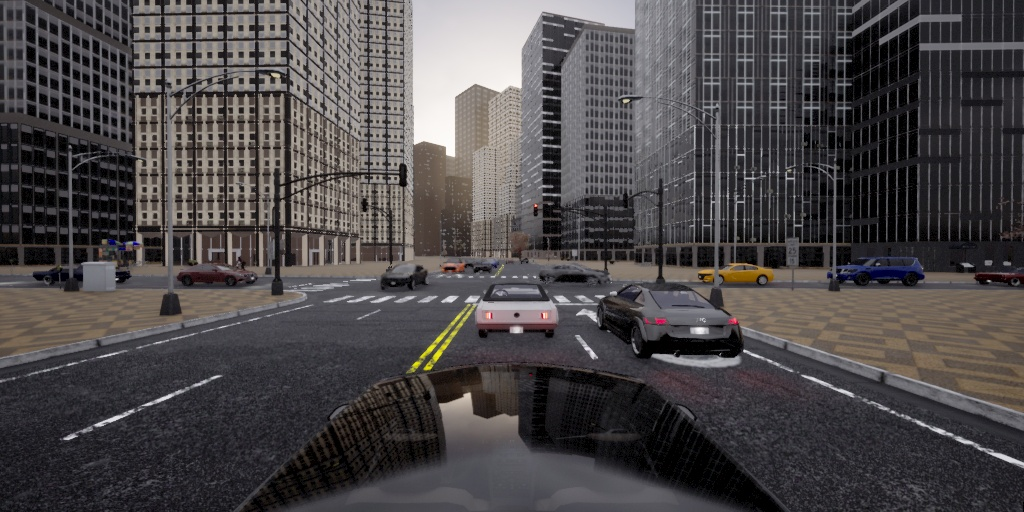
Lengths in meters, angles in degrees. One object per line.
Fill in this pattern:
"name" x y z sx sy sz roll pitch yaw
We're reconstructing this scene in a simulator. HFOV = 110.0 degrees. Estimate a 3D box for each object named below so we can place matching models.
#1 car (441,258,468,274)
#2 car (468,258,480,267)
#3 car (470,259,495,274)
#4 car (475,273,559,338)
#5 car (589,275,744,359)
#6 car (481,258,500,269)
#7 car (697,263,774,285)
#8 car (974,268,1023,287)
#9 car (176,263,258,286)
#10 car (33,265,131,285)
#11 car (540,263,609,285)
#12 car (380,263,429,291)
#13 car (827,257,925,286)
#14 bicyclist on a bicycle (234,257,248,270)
"car" -6.588 1.073 40.390 2.097 1.767 4.553 0 0 0
"car" -6.570 1.292 55.841 1.895 1.301 4.718 0 0 0
"car" -3.329 1.321 40.781 1.895 1.301 4.718 0 0 0
"car" 0.103 1.348 10.163 1.895 1.301 4.718 0 0 0
"car" 3.358 1.312 8.449 1.994 1.385 4.181 0 0 0
"car" -3.321 1.168 55.953 1.882 1.535 5.008 0 0 0
"car" 16.323 1.285 26.321 5.008 1.535 1.882 0 0 1
"car" 36.705 1.501 25.872 4.718 1.301 1.895 0 0 1
"car" -19.474 1.193 23.752 4.674 1.442 1.812 0 0 1
"car" -28.584 1.226 23.986 4.718 1.301 1.895 0 0 1
"car" 4.222 1.258 24.562 4.902 1.511 2.128 0 1 24
"car" -6.584 1.214 22.384 1.882 1.535 5.008 0 0 0
"car" 26.386 1.075 26.100 5.566 2.045 2.150 0 0 2
"bicyclist on a bicycle" -24.691 0.871 32.619 0.582 1.620 1.656 0 1 1
